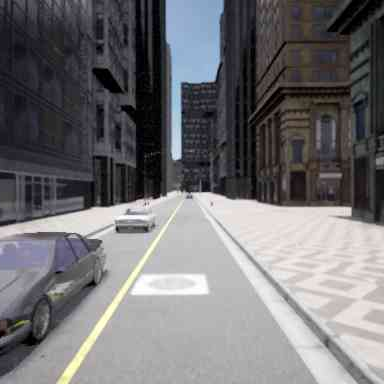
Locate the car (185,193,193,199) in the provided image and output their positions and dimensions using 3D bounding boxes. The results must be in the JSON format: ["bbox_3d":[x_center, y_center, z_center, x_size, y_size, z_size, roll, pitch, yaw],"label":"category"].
[{"bbox_3d":[-0.701,1.134,86.769,1.994,1.385,4.181,0,0,0],"label":"car"}]

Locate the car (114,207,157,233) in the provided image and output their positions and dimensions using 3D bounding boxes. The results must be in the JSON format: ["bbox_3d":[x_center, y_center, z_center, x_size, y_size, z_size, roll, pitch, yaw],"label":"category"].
[{"bbox_3d":[-3.235,1.562,19.617,1.895,1.301,4.718,0,0,0],"label":"car"}]

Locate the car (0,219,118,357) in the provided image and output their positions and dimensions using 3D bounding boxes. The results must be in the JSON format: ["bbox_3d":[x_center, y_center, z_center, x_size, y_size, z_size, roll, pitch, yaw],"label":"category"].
[{"bbox_3d":[-3.146,1.549,6.634,2.033,1.411,5.357,0,0,0],"label":"car"}]
